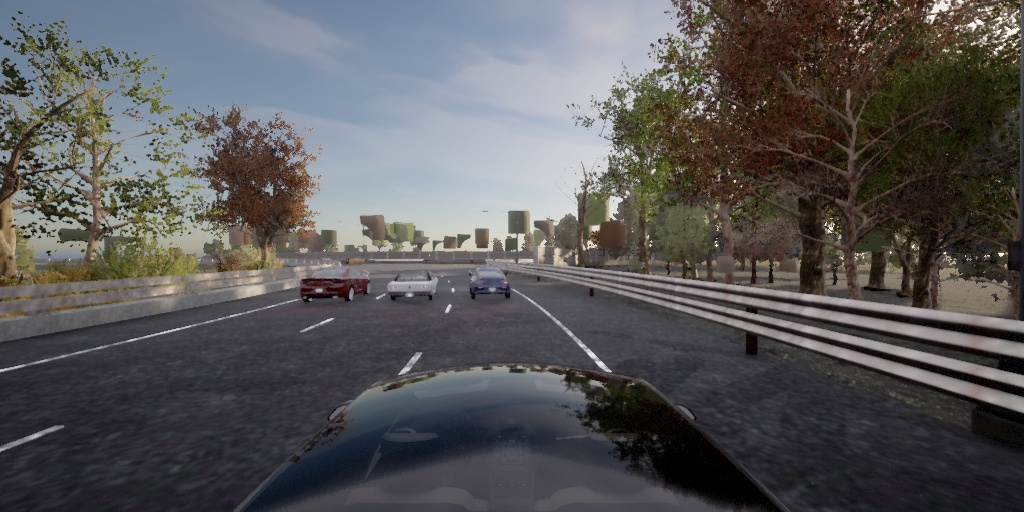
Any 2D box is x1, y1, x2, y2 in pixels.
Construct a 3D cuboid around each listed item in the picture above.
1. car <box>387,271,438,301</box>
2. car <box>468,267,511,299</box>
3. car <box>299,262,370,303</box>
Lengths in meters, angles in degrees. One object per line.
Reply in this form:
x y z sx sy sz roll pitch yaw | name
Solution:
-4.648 1.364 17.396 1.895 1.301 4.718 0 0 -8 | car
-1.180 1.281 17.868 1.812 1.442 4.674 0 0 -8 | car
-8.108 1.233 16.865 1.882 1.535 5.008 0 0 -8 | car
